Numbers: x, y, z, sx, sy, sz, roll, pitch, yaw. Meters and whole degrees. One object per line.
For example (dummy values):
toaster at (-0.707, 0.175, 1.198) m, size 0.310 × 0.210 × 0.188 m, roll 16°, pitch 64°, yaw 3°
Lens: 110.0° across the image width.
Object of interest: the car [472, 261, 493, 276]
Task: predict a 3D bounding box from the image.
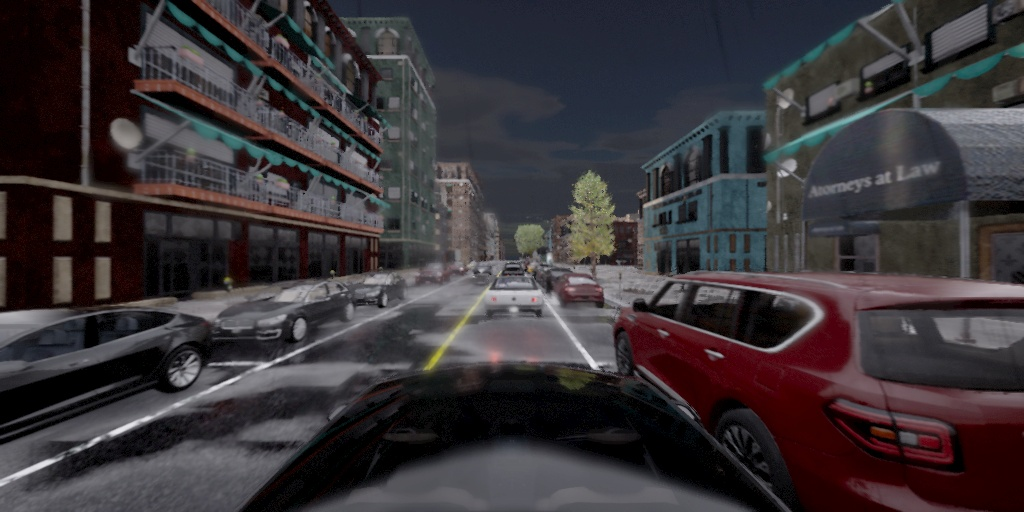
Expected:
car at (-3.085, 1.344, 38.740) m, size 2.128 × 1.511 × 4.902 m, roll 0°, pitch 0°, yaw 0°

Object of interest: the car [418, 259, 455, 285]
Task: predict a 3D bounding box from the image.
car at (-5.684, 1.253, 26.204) m, size 1.967 × 1.591 × 4.097 m, roll 0°, pitch 0°, yaw 0°

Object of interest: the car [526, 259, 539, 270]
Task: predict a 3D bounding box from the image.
car at (2.702, 1.390, 42.990) m, size 1.751 × 1.417 × 4.829 m, roll 0°, pitch 0°, yaw 0°

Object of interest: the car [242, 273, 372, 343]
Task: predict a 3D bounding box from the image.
car at (-5.688, 1.317, 9.588) m, size 2.007 × 1.370 × 4.403 m, roll 0°, pitch 0°, yaw 0°

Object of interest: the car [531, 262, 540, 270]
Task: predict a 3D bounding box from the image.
car at (2.697, 1.362, 26.201) m, size 2.007 × 1.370 × 4.403 m, roll 0°, pitch 0°, yaw 0°

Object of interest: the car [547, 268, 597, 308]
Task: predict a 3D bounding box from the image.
car at (2.694, 1.361, 15.124) m, size 1.802 × 1.307 × 4.207 m, roll 0°, pitch 0°, yaw 0°

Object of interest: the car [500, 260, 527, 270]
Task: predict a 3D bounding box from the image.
car at (0.094, 1.329, 30.186) m, size 1.837 × 1.490 × 4.892 m, roll 0°, pitch 0°, yaw 0°

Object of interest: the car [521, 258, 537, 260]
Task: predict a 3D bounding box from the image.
car at (2.704, 1.197, 48.359) m, size 2.192 × 1.841 × 5.009 m, roll 0°, pitch 0°, yaw 0°

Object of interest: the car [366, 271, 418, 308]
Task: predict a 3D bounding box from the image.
car at (-5.687, 1.330, 15.127) m, size 2.007 × 1.370 × 4.403 m, roll 0°, pitch 0°, yaw 0°

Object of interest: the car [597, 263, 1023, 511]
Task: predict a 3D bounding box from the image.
car at (2.691, 1.069, 4.048) m, size 2.192 × 1.841 × 5.009 m, roll 0°, pitch 0°, yaw 0°

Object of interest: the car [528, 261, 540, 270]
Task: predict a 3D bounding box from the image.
car at (2.699, 1.395, 31.740) m, size 1.948 × 1.339 × 4.313 m, roll 0°, pitch 0°, yaw 0°

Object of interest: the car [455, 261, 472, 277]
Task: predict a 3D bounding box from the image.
car at (-5.680, 1.288, 37.283) m, size 1.967 × 1.591 × 4.097 m, roll 0°, pitch 0°, yaw 0°

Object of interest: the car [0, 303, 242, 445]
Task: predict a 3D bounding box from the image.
car at (-5.690, 1.321, 4.051) m, size 1.948 × 1.339 × 4.313 m, roll 0°, pitch 0°, yaw 0°

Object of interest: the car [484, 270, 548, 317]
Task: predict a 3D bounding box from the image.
car at (0.085, 1.375, 13.240) m, size 1.895 × 1.301 × 4.718 m, roll 0°, pitch 0°, yaw 0°

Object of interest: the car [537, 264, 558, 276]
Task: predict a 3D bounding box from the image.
car at (2.696, 1.360, 20.663) m, size 1.948 × 1.339 × 4.313 m, roll 0°, pitch 0°, yaw 0°
